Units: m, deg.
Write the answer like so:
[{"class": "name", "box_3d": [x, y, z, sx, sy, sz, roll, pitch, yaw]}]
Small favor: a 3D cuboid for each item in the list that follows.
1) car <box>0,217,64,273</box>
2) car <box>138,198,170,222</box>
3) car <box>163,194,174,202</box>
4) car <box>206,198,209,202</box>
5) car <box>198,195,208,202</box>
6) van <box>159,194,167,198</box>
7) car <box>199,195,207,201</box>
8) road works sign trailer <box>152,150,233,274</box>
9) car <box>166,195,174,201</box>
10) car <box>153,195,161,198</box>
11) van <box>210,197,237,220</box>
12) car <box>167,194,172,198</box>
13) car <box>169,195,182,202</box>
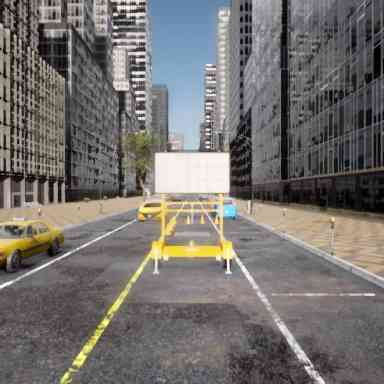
[{"class": "car", "box_3d": [-5.683, 1.525, 10.677, 1.752, 1.417, 4.829, 0, 0, 0]}, {"class": "car", "box_3d": [-3.077, 1.477, 26.647, 1.882, 1.535, 5.008, 0, 0, 0]}, {"class": "car", "box_3d": [-5.619, 1.322, 78.862, 2.192, 1.841, 5.009, 0, 0, 0]}, {"class": "car", "box_3d": [2.719, 1.526, 33.679, 1.752, 1.417, 4.829, 0, 0, 0]}, {"class": "car", "box_3d": [2.757, 1.557, 73.185, 2.008, 1.369, 4.403, 0, 0, 0]}, {"class": "van", "box_3d": [-5.640, 1.345, 56.190, 1.690, 1.788, 3.998, 0, 0, 0]}, {"class": "car", "box_3d": [2.768, 1.553, 84.521, 1.887, 1.381, 4.507, 0, 0, 0]}, {"class": "road works sign trailer", "box_3d": [0.009, 0.464, 10.577, 2.380, 3.560, 2.880, 0, 0, 0]}, {"class": "car", "box_3d": [-5.613, 1.534, 84.360, 1.752, 1.417, 4.829, 0, 0, 0]}, {"class": "car", "box_3d": [-5.651, 1.527, 44.684, 1.752, 1.417, 4.829, 0, 0, 0]}, {"class": "van", "box_3d": [2.713, 1.341, 27.841, 1.690, 1.788, 3.998, 0, 0, 0]}, {"class": "car", "box_3d": [-5.629, 1.556, 67.526, 2.008, 1.369, 4.403, 0, 0, 0]}, {"class": "car", "box_3d": [-2.956, 1.606, 66.725, 1.895, 1.301, 4.718, 0, 0, 1]}]
